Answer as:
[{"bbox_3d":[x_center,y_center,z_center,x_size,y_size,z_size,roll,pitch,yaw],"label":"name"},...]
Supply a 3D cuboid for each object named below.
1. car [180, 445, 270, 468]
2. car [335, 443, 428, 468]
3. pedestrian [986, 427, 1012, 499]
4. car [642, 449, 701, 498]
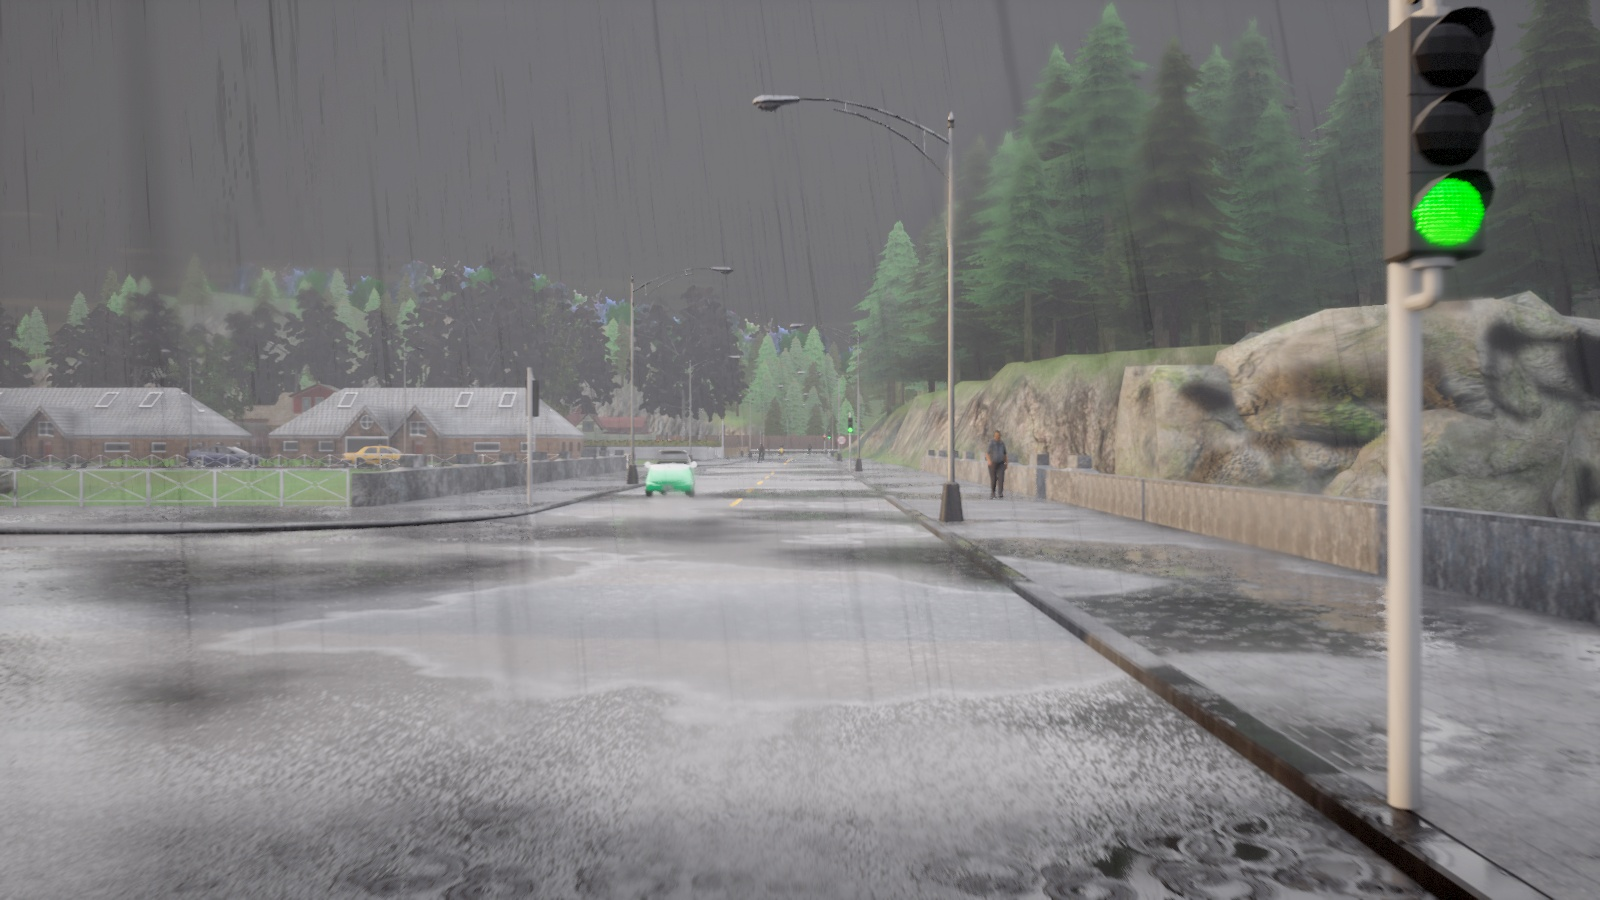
[{"bbox_3d":[-36.886,0.396,80.653,4.792,1.488,2.163,0,0,0],"label":"car"},{"bbox_3d":[-26.825,0.343,80.575,5.366,1.575,1.801,0,0,0],"label":"car"},{"bbox_3d":[5.174,0.331,32.691,0.540,1.848,0.694,0,0,-1],"label":"pedestrian"},{"bbox_3d":[-3.699,0.654,36.464,1.481,1.376,2.207,0,0,0],"label":"car"}]
